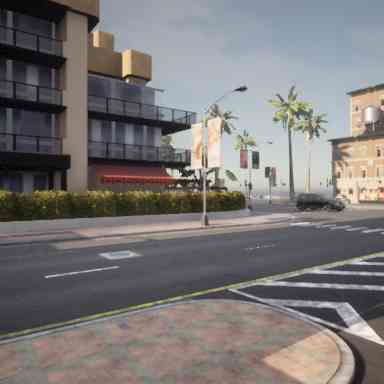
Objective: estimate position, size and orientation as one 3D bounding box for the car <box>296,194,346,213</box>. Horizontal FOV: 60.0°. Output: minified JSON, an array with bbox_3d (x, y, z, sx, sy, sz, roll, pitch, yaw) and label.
[{"bbox_3d":[14.451,1.213,37.771,2.150,2.045,5.566,0,0,-33],"label":"car"}]
